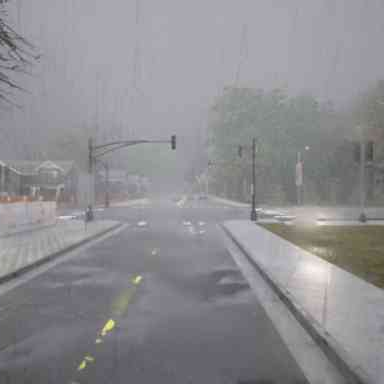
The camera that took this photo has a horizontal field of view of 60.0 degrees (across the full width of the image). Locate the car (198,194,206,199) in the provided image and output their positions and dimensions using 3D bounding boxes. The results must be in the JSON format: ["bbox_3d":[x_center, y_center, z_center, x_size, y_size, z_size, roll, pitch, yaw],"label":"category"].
[{"bbox_3d":[2.724,1.175,94.259,2.033,1.411,5.357,0,0,-1],"label":"car"}]

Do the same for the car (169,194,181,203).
[{"bbox_3d":[-3.503,1.218,67.011,2.097,1.767,4.553,0,0,0],"label":"car"}]

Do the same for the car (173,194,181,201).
[{"bbox_3d":[-3.656,1.331,82.436,1.837,1.490,4.892,0,0,-1],"label":"car"}]

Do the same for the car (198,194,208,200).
[{"bbox_3d":[2.826,1.174,84.223,2.097,1.767,4.553,0,0,-1],"label":"car"}]

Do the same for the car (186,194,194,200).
[{"bbox_3d":[-0.420,1.359,83.803,2.033,1.411,5.357,0,0,-1],"label":"car"}]

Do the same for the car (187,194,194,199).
[{"bbox_3d":[-0.526,1.231,94.256,1.895,1.301,4.718,0,0,-1],"label":"car"}]
